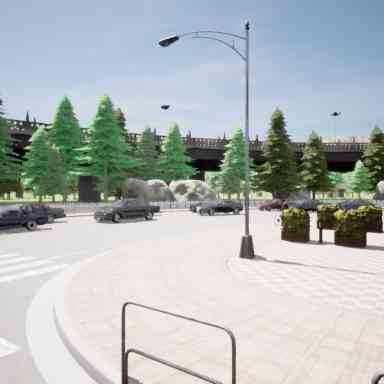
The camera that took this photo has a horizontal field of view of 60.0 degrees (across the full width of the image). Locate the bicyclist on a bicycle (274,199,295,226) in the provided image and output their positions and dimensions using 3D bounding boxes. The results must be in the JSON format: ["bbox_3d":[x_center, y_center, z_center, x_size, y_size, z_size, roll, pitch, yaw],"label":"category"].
[{"bbox_3d":[5.535,1.245,19.605,0.582,1.620,1.656,0,0,-44],"label":"bicyclist on a bicycle"}]

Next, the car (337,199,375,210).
[{"bbox_3d":[19.734,1.508,40.189,4.181,1.385,1.994,0,0,0],"label":"car"}]

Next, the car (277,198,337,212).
[{"bbox_3d":[12.450,1.492,36.110,5.357,1.411,2.033,0,0,-12],"label":"car"}]

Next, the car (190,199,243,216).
[{"bbox_3d":[2.673,1.436,31.953,4.902,1.511,2.128,0,0,-30],"label":"car"}]

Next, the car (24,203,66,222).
[{"bbox_3d":[-11.410,1.492,22.732,2.033,1.411,5.357,0,0,37],"label":"car"}]

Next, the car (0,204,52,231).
[{"bbox_3d":[-10.533,1.545,18.200,1.895,1.301,4.718,0,0,36],"label":"car"}]

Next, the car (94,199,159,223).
[{"bbox_3d":[-5.075,1.296,25.061,2.097,1.767,4.553,0,0,41],"label":"car"}]

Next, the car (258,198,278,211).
[{"bbox_3d":[9.958,1.470,38.811,4.674,1.442,1.812,0,0,-15],"label":"car"}]
